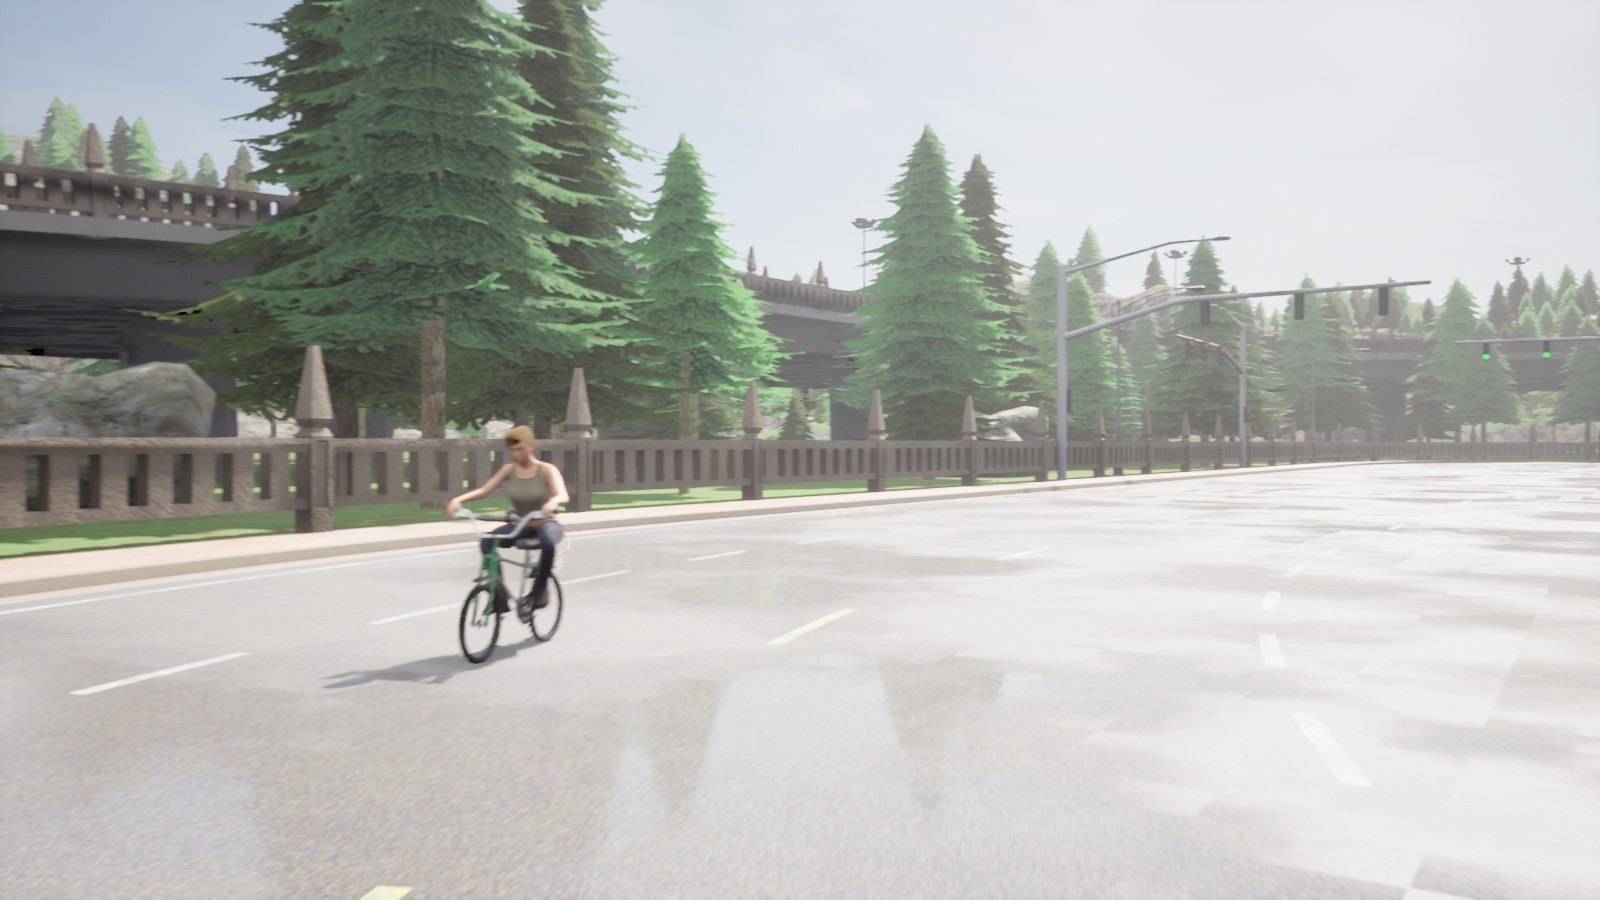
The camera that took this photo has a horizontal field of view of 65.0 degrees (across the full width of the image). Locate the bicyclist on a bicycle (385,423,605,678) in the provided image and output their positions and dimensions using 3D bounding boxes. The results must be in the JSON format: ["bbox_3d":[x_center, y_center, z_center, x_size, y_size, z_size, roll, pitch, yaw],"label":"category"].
[{"bbox_3d":[-2.078,0.629,8.775,0.866,1.612,1.509,1,0,15],"label":"bicyclist on a bicycle"}]
